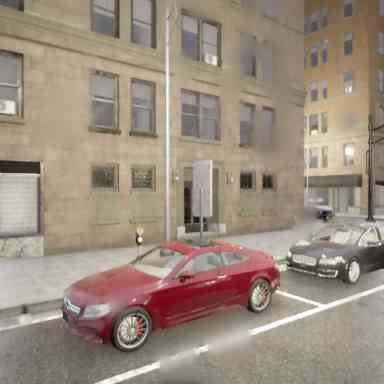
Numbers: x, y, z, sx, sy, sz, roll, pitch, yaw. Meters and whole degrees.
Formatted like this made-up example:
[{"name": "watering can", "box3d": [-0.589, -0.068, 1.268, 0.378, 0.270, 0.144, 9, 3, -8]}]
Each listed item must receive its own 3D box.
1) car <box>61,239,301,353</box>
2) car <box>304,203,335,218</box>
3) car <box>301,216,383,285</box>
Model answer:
[{"name": "car", "box3d": [-0.145, 1.579, 6.076, 4.206, 1.307, 1.802, 0, 0, -35]}, {"name": "car", "box3d": [8.261, 1.498, 25.181, 1.895, 1.301, 4.718, 0, 0, -35]}, {"name": "car", "box3d": [4.486, 1.543, 9.367, 4.403, 1.369, 2.008, 0, 0, -35]}]
